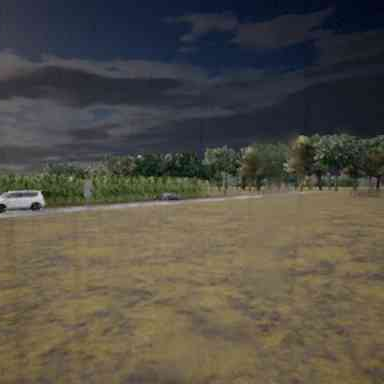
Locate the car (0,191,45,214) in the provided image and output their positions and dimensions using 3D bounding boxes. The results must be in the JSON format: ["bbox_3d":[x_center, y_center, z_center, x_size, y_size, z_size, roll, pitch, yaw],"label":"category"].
[{"bbox_3d":[-17.017,0.909,31.887,2.150,2.045,5.566,0,1,35],"label":"car"}]

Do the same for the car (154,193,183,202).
[{"bbox_3d":[-3.508,0.803,50.987,2.033,1.411,5.357,0,1,35],"label":"car"}]
